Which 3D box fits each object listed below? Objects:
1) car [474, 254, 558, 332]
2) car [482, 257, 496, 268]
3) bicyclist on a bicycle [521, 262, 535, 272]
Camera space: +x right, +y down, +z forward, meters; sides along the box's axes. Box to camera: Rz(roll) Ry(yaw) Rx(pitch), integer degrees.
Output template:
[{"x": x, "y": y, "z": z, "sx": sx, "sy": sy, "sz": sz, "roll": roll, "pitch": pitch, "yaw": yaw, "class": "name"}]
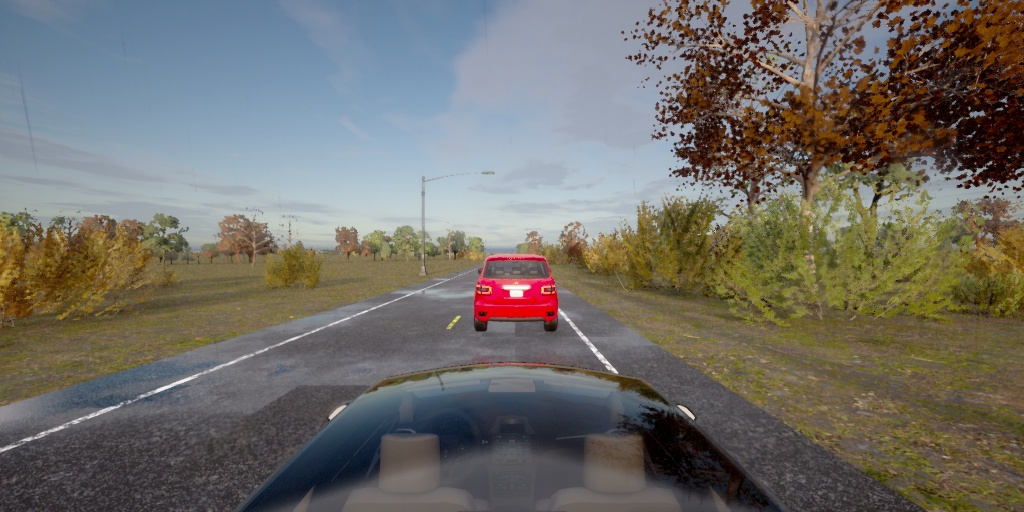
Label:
[{"x": 0.093, "y": 0.968, "z": 11.039, "sx": 2.150, "sy": 2.045, "sz": 5.566, "roll": 0, "pitch": 0, "yaw": 0, "class": "car"}, {"x": -3.894, "y": 1.087, "z": 61.289, "sx": 2.097, "sy": 1.767, "sz": 4.553, "roll": 0, "pitch": 0, "yaw": 0, "class": "car"}, {"x": 0.946, "y": 1.114, "z": 18.745, "sx": 0.659, "sy": 1.776, "sz": 1.843, "roll": 0, "pitch": 0, "yaw": 0, "class": "bicyclist on a bicycle"}]
